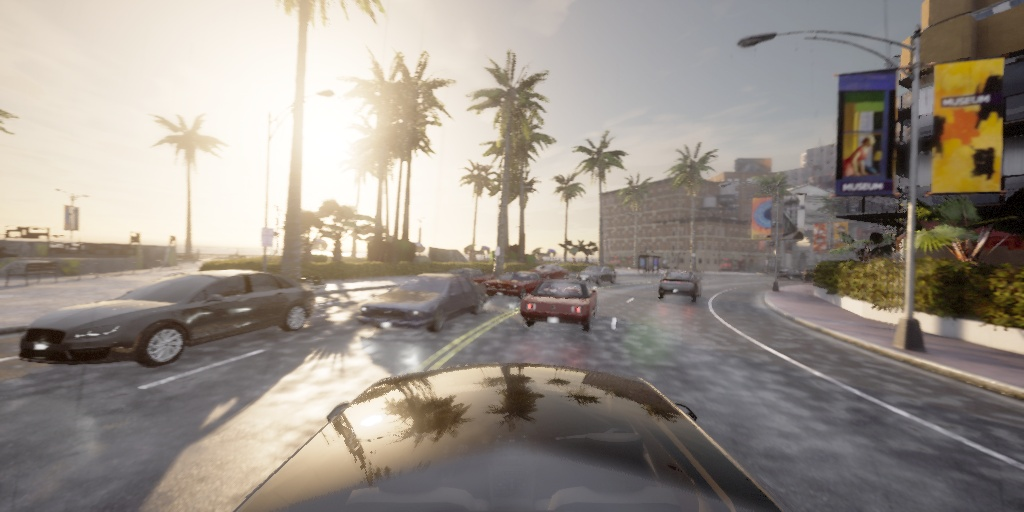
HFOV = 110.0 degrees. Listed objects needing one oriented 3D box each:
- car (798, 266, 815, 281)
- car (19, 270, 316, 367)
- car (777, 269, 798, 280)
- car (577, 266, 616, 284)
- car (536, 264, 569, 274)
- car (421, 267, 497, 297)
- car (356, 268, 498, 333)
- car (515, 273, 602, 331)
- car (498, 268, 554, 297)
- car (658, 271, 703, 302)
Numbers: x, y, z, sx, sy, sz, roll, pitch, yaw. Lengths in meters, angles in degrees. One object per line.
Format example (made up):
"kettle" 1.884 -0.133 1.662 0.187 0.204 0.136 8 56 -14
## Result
"car" 40.604 2.336 46.925 5.566 2.045 2.150 2 0 -25
"car" -6.388 1.076 7.560 1.837 1.490 4.892 1 0 10
"car" 38.614 2.568 49.881 4.892 1.490 1.837 2 0 -25
"car" 6.957 1.538 29.347 2.128 1.511 4.902 2 0 37
"car" 2.971 1.397 29.689 1.882 1.535 5.008 2 -1 34
"car" -2.801 1.360 20.081 1.895 1.301 4.718 2 0 25
"car" -2.288 1.254 10.946 2.033 1.411 5.357 2 0 14
"car" 1.720 1.431 11.590 1.895 1.301 4.718 2 0 16
"car" 0.373 1.475 18.610 1.895 1.301 4.718 2 0 25
"car" 9.398 1.579 19.943 2.128 1.511 4.902 2 0 31
